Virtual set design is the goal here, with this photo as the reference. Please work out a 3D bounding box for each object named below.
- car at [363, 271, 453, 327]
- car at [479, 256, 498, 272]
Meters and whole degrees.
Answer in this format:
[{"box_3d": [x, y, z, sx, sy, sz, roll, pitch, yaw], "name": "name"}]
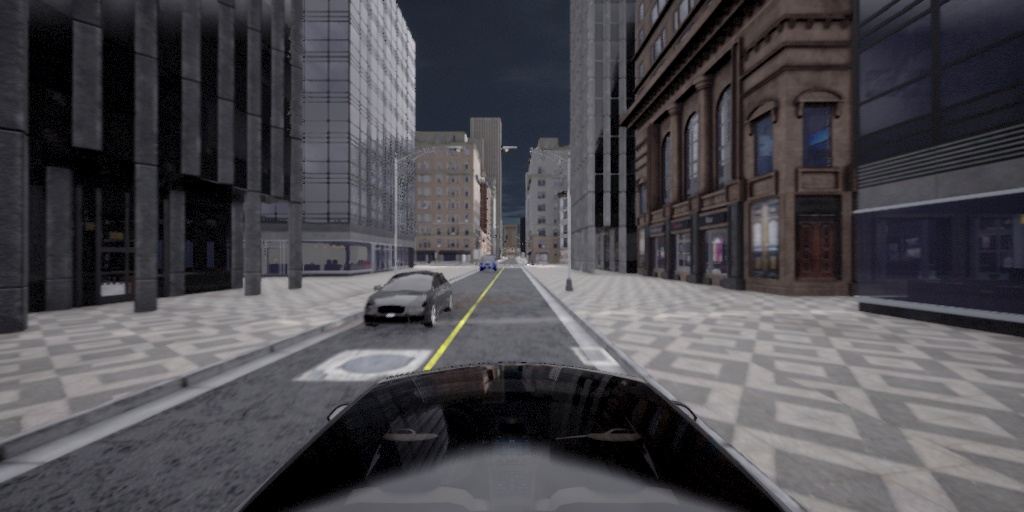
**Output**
[{"box_3d": [-3.092, 1.255, 11.562, 1.837, 1.490, 4.892, 0, 0, 0], "name": "car"}, {"box_3d": [-3.056, 1.012, 47.345, 2.150, 2.045, 5.566, 0, 0, 0], "name": "car"}]
